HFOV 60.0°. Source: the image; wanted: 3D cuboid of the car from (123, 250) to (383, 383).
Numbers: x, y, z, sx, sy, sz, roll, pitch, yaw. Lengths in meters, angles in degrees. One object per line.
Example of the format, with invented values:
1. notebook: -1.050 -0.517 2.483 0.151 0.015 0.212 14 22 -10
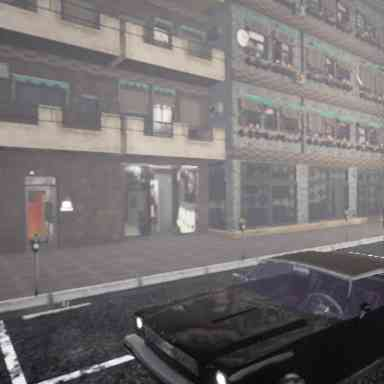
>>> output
1. car: 1.555 1.580 4.490 4.718 1.301 1.895 0 0 -36
